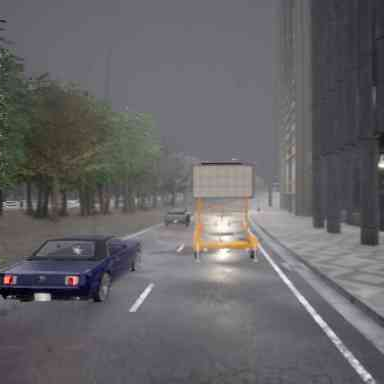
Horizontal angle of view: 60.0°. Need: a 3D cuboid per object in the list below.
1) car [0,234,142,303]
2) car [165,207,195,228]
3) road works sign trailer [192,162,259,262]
[{"bbox_3d":[-2.658,1.745,8.545,1.895,1.301,4.718,-1,-1,4],"label":"car"},{"bbox_3d":[-0.911,1.956,26.402,2.128,1.511,4.902,-1,-1,7],"label":"car"},{"bbox_3d":[1.190,0.657,12.951,2.380,3.560,2.880,0,-1,0],"label":"road works sign trailer"}]
